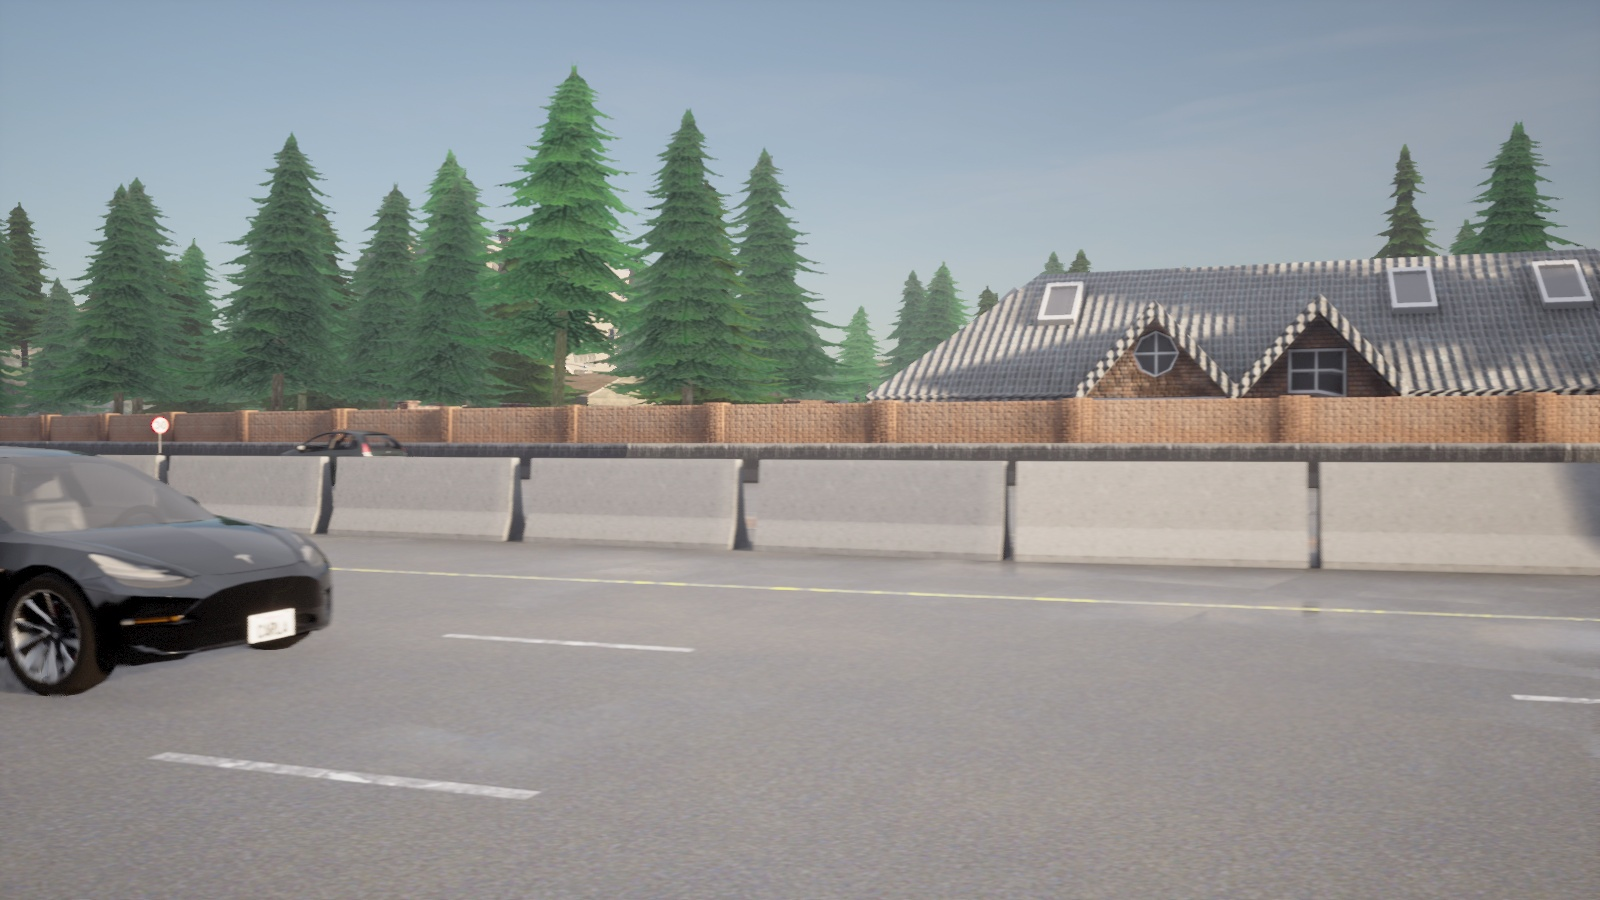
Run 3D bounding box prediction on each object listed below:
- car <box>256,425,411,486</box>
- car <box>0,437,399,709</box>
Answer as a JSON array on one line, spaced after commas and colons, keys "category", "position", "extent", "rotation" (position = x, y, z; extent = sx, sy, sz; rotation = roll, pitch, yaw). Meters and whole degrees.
[{"category": "car", "position": [-13.088, 0.119, 35.226], "extent": [3.988, 1.617, 1.851], "rotation": [1, 1, 27]}, {"category": "car", "position": [-5.501, 0.666, 8.857], "extent": [4.792, 1.488, 2.163], "rotation": [1, 1, 21]}]
